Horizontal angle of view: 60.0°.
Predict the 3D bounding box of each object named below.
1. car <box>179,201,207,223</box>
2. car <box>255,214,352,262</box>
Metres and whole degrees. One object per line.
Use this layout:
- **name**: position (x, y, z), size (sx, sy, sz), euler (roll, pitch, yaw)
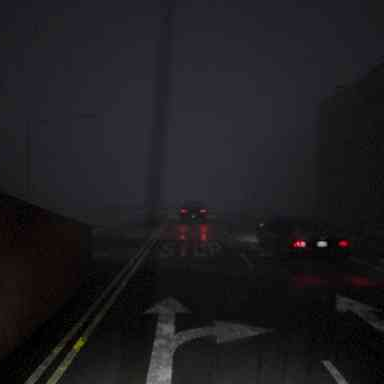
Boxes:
- **car**: position (0.082, 1.373, 23.771), size (1.812, 1.442, 4.674), euler (0, 0, 0)
- **car**: position (3.591, 1.472, 11.695), size (2.033, 1.411, 5.357), euler (0, 0, 0)
